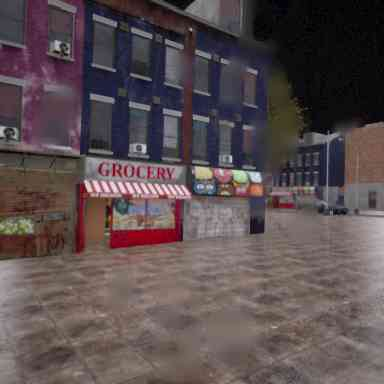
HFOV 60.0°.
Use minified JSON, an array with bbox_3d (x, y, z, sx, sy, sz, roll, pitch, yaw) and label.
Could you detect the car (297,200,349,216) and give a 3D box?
[{"bbox_3d":[12.691,1.554,32.505,1.882,1.535,5.008,2,-2,-35],"label":"car"}]
